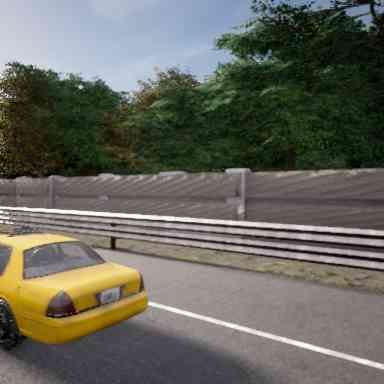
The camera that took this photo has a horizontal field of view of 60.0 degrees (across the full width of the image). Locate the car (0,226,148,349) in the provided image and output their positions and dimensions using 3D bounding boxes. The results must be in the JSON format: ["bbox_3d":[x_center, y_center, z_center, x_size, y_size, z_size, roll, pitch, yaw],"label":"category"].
[{"bbox_3d":[-3.236,1.416,6.172,5.366,1.575,1.801,0,0,35],"label":"car"}]
